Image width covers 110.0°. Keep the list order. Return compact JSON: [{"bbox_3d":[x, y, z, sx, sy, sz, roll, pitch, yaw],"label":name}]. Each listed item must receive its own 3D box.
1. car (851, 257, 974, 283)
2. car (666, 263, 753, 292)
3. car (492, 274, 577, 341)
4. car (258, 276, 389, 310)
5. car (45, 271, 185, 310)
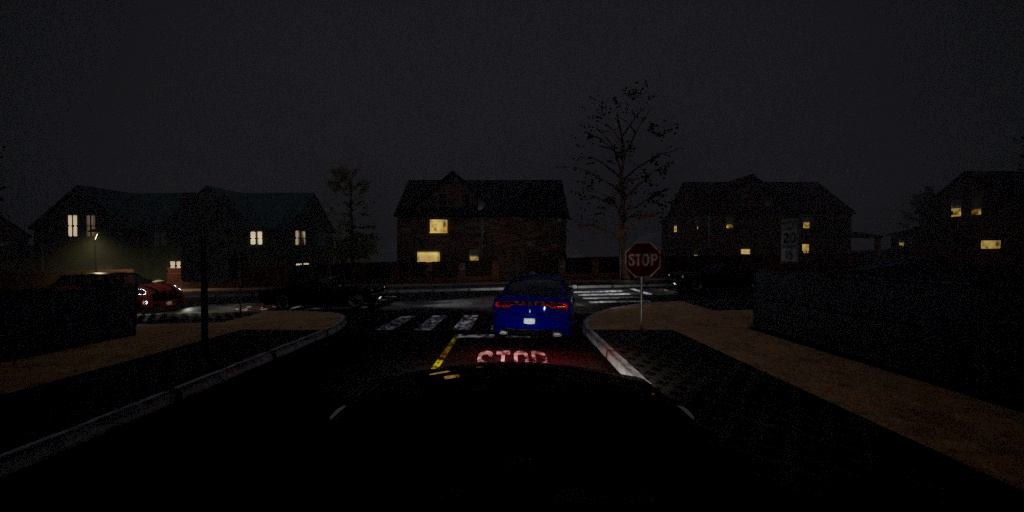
[{"bbox_3d":[20.053,0.753,18.190,5.357,1.411,2.033,-1,1,0],"label":"car"},{"bbox_3d":[10.407,1.034,18.152,4.718,1.301,1.895,-1,1,-1],"label":"car"},{"bbox_3d":[0.784,1.226,10.015,1.882,1.535,5.008,0,0,10],"label":"car"},{"bbox_3d":[-7.814,1.506,15.222,4.718,1.301,1.895,-1,1,0],"label":"car"},{"bbox_3d":[-16.802,1.471,15.213,4.553,1.767,2.097,-1,1,0],"label":"car"}]
